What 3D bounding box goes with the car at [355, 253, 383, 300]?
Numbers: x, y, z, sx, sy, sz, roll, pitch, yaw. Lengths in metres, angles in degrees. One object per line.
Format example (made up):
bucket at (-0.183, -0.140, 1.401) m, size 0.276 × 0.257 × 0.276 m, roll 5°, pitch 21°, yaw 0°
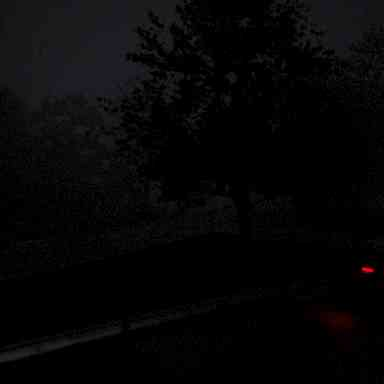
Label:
car at (5.860, 1.623, 7.268) m, size 5.357 × 1.411 × 2.033 m, roll 1°, pitch 0°, yaw -31°
